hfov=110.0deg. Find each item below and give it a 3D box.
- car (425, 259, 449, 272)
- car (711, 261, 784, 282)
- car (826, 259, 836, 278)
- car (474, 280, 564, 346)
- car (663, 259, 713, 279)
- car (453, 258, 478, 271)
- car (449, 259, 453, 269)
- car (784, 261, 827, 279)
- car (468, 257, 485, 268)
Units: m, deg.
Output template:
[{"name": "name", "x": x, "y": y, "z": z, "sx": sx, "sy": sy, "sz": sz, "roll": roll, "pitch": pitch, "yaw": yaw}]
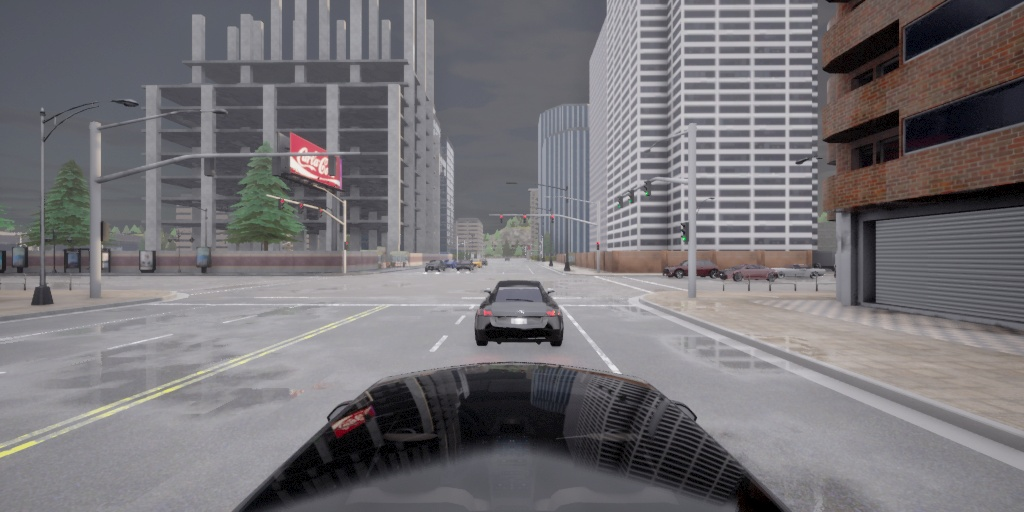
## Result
[{"name": "car", "x": -9.846, "y": 1.255, "z": 46.212, "sx": 1.837, "sy": 1.490, "sz": 4.892, "roll": 0, "pitch": 0, "yaw": 1}, {"name": "car", "x": 18.789, "y": 1.314, "z": 28.776, "sx": 4.181, "sy": 1.385, "sz": 1.994, "roll": 0, "pitch": 0, "yaw": 1}, {"name": "car", "x": 28.675, "y": 1.228, "z": 28.640, "sx": 5.008, "sy": 1.535, "sz": 1.882, "roll": 0, "pitch": 0, "yaw": 1}, {"name": "car", "x": 0.187, "y": 1.314, "z": 9.399, "sx": 1.994, "sy": 1.385, "sz": 4.181, "roll": 0, "pitch": 0, "yaw": 1}, {"name": "car", "x": 16.063, "y": 1.102, "z": 32.310, "sx": 4.553, "sy": 1.767, "sz": 2.097, "roll": 0, "pitch": 0, "yaw": 1}, {"name": "car", "x": -6.297, "y": 1.297, "z": 49.096, "sx": 2.033, "sy": 1.411, "sz": 5.357, "roll": 0, "pitch": 0, "yaw": 1}, {"name": "car", "x": -9.673, "y": 1.227, "z": 55.706, "sx": 1.882, "sy": 1.535, "sz": 5.008, "roll": 0, "pitch": 0, "yaw": 1}, {"name": "car", "x": 25.056, "y": 1.351, "z": 32.195, "sx": 4.718, "sy": 1.301, "sz": 1.895, "roll": 0, "pitch": 0, "yaw": 1}, {"name": "car", "x": -6.100, "y": 1.227, "z": 59.404, "sx": 1.882, "sy": 1.535, "sz": 5.008, "roll": 0, "pitch": 0, "yaw": 1}]
